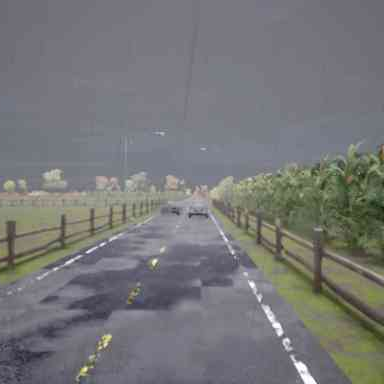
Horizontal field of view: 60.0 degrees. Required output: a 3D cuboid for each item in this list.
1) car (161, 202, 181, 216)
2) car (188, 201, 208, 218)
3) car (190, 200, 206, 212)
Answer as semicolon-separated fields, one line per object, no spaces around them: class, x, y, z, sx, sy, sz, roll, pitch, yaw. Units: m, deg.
car;-2.140;1.718;34.958;1.895;1.301;4.718;0;0;1
car;0.601;1.666;31.356;2.033;1.411;5.357;0;0;1
car;0.760;1.763;42.433;1.895;1.301;4.718;0;0;1
